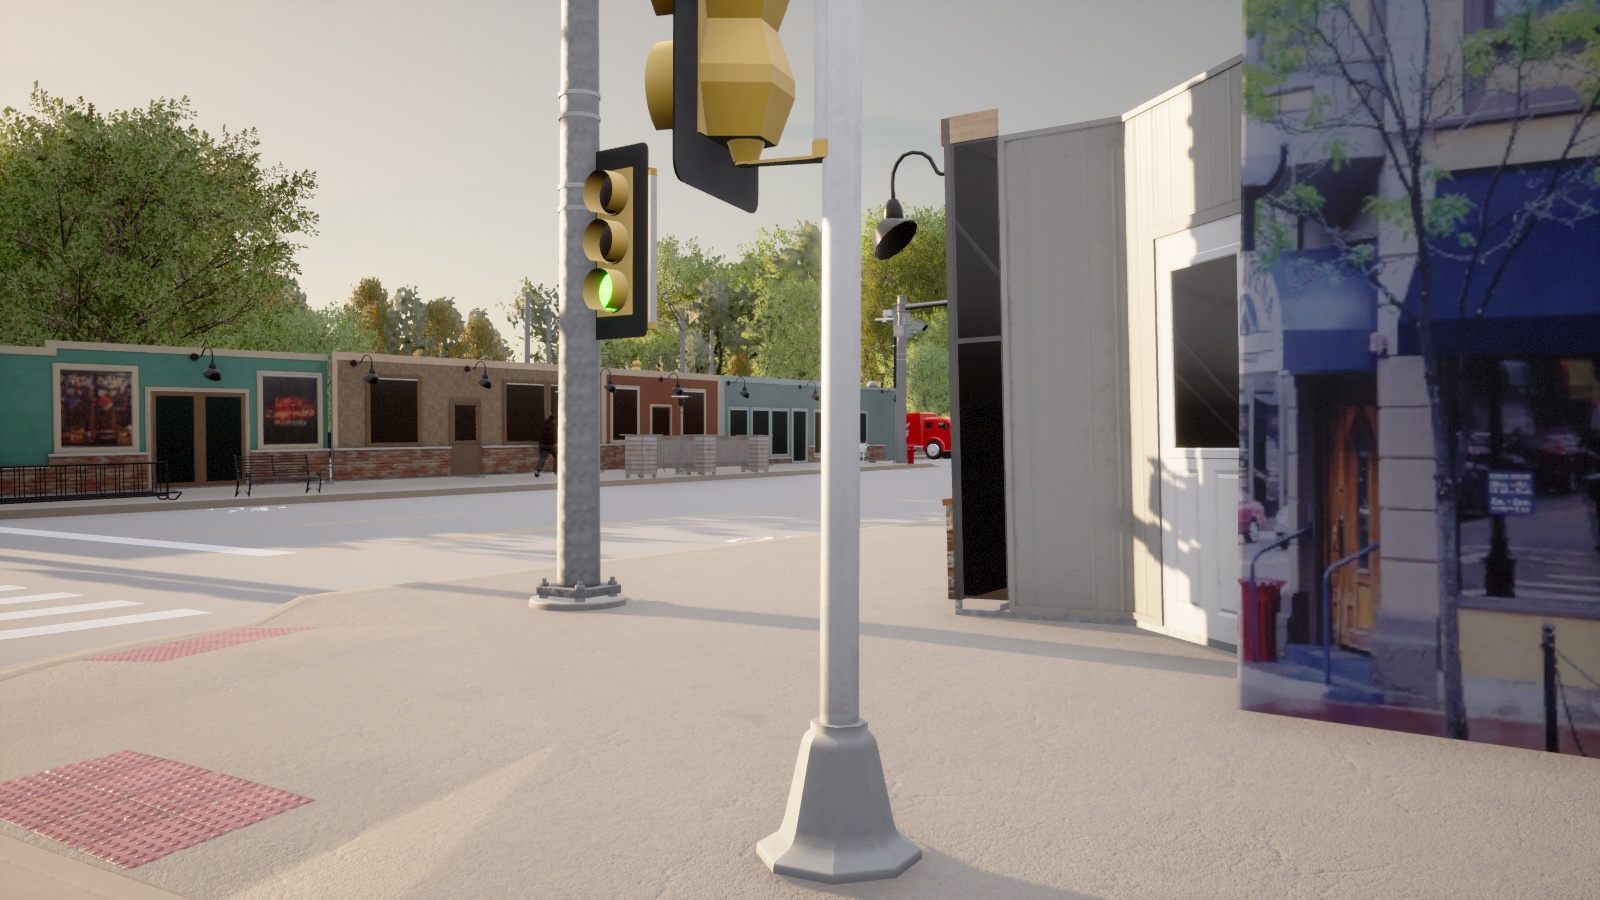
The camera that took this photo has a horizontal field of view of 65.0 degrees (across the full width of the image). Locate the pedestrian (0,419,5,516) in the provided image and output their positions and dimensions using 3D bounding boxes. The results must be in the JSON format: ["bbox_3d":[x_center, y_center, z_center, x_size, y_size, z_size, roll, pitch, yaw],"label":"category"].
[{"bbox_3d":[-15.122,0.329,22.986,0.328,1.805,0.869,0,1,31],"label":"pedestrian"}]

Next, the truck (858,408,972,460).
[{"bbox_3d":[6.028,-0.823,65.672,5.204,2.467,2.627,-3,0,29],"label":"truck"}]

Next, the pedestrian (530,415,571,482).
[{"bbox_3d":[-6.977,-0.052,35.135,0.634,1.844,0.899,0,1,33],"label":"pedestrian"}]
